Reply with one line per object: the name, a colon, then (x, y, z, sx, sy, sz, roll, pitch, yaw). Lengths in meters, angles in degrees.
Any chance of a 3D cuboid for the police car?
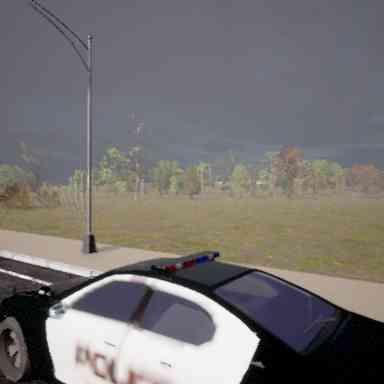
police car: (-0.362, 1.497, 3.821, 4.974, 1.542, 2.038, 0, 0, 36)
